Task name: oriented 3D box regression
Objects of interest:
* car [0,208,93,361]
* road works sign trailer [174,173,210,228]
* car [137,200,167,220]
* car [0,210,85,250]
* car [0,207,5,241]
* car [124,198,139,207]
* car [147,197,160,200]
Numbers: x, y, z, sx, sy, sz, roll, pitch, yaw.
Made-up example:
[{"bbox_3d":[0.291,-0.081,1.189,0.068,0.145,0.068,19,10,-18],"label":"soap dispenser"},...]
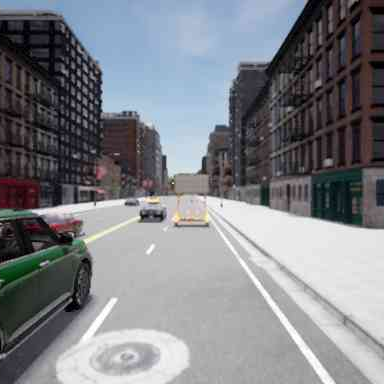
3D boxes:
[{"bbox_3d":[-3.153,1.229,4.658,2.150,2.045,5.566,0,0,0],"label":"car"},{"bbox_3d":[-0.017,0.502,22.445,2.380,3.560,2.880,0,0,0],"label":"road works sign trailer"},{"bbox_3d":[-3.169,1.648,28.057,1.895,1.301,4.718,0,0,0],"label":"car"},{"bbox_3d":[-6.612,1.626,15.298,1.895,1.301,4.718,0,0,0],"label":"car"},{"bbox_3d":[-9.861,1.499,13.355,1.882,1.535,5.008,0,0,0],"label":"car"},{"bbox_3d":[-9.843,1.646,54.818,2.033,1.411,5.357,0,0,1],"label":"car"},{"bbox_3d":[-6.595,1.581,57.024,1.882,1.535,5.008,0,0,0],"label":"car"}]
